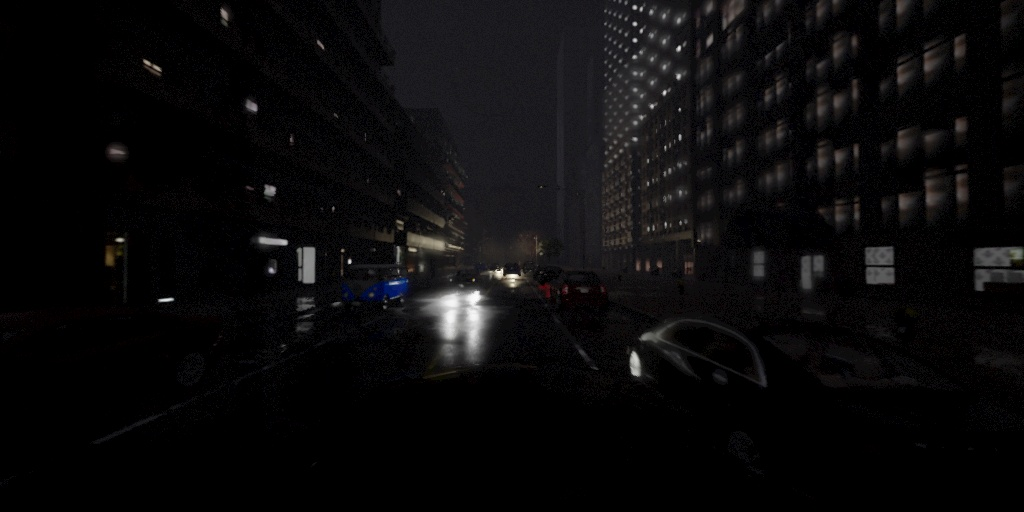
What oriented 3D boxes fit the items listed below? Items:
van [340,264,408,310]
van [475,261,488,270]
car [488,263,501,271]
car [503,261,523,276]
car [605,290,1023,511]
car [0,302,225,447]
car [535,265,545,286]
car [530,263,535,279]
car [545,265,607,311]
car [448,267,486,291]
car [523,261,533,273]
[{"bbox_3d":[-5.693,1.237,15.191,1.690,1.789,3.998,0,0,0],"label":"van"},{"bbox_3d":[-5.705,1.819,64.892,1.690,1.789,3.998,0,0,0],"label":"van"},{"bbox_3d":[-3.040,1.981,65.110,1.837,1.490,4.892,0,-1,1],"label":"car"},{"bbox_3d":[-0.006,1.612,45.566,2.097,1.767,4.553,0,-1,0],"label":"car"},{"bbox_3d":[2.691,1.327,4.149,2.007,1.370,4.403,0,0,0],"label":"car"},{"bbox_3d":[-5.690,1.321,4.147,1.888,1.381,4.507,0,0,0],"label":"car"},{"bbox_3d":[3.140,1.556,28.937,1.837,1.490,4.892,0,-1,0],"label":"car"},{"bbox_3d":[3.137,1.638,35.937,1.837,1.490,4.892,0,-1,0],"label":"car"},{"bbox_3d":[2.688,1.337,15.192,1.967,1.591,4.097,0,0,0],"label":"car"},{"bbox_3d":[-3.106,1.603,24.604,1.895,1.301,4.718,0,-1,0],"label":"car"},{"bbox_3d":[2.679,1.896,53.849,2.007,1.370,4.403,0,0,0],"label":"car"}]
